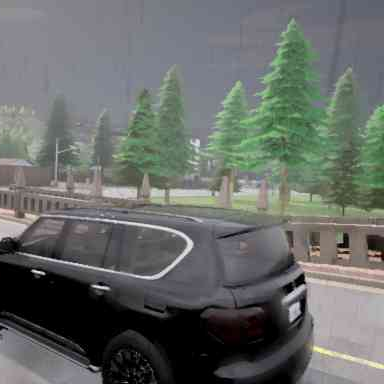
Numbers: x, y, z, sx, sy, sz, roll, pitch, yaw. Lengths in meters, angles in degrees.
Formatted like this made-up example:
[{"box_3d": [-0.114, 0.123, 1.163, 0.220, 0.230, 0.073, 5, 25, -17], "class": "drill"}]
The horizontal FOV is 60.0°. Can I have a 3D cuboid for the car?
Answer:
[{"box_3d": [-1.170, 1.187, 4.819, 5.566, 2.045, 2.150, 2, 1, 36], "class": "car"}]
